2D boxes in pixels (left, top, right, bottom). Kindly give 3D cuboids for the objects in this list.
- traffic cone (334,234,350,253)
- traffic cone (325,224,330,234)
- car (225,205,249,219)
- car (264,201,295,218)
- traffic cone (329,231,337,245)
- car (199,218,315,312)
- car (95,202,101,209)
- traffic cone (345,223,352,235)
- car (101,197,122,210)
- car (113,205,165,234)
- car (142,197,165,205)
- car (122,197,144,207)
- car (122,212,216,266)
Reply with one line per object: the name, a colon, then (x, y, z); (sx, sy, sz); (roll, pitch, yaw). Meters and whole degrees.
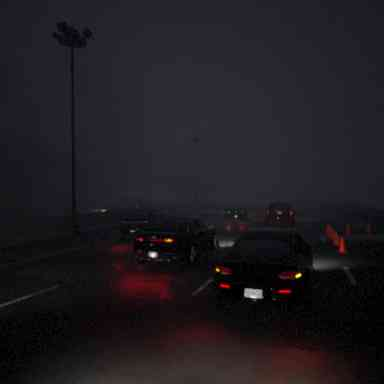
traffic cone: (5.722, 1.997, 12.667); (0.340, 0.580, 0.340); (-1, -1, 17)
traffic cone: (6.922, 2.015, 16.482); (0.340, 0.580, 0.340); (-1, -1, 17)
car: (4.270, 1.826, 31.123); (1.895, 1.301, 4.718); (-1, -1, 12)
car: (6.532, 1.495, 25.153); (2.097, 1.767, 4.553); (-1, -1, 13)
traffic cone: (6.322, 2.006, 14.574); (0.340, 0.580, 0.340); (-1, -1, 17)
car: (1.842, 1.573, 7.833); (1.812, 1.442, 4.674); (-1, -1, 20)
car: (-15.202, 2.226, 58.396); (1.837, 1.490, 4.892); (-1, -1, 12)
traffic cone: (8.476, 2.010, 18.090); (0.340, 0.580, 0.340); (-1, -1, 17)
car: (-12.368, 1.874, 54.955); (2.150, 2.045, 5.566); (-1, 0, 12)
car: (-2.254, 1.687, 18.342); (2.128, 1.511, 4.902); (-1, 0, 15)
car: (-5.759, 2.024, 52.424); (1.882, 1.535, 5.008); (-1, -1, 12)
car: (-8.938, 1.823, 54.300); (2.150, 2.045, 5.566); (-1, 0, 12)
car: (-0.392, 1.620, 12.175); (1.837, 1.490, 4.892); (-1, 0, 18)
